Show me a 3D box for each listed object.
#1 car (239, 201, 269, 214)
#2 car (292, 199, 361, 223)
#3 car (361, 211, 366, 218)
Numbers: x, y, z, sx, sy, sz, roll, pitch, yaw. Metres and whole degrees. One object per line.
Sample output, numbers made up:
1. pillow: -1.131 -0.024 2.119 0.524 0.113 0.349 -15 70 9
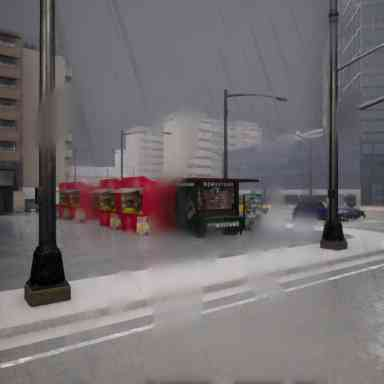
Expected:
1. car: 6.368 1.709 37.137 1.882 1.535 5.008 0 0 -36
2. car: 10.173 1.450 25.933 2.097 1.767 4.553 0 -1 -36
3. car: 12.191 1.661 29.115 2.033 1.411 5.357 0 -1 -36
